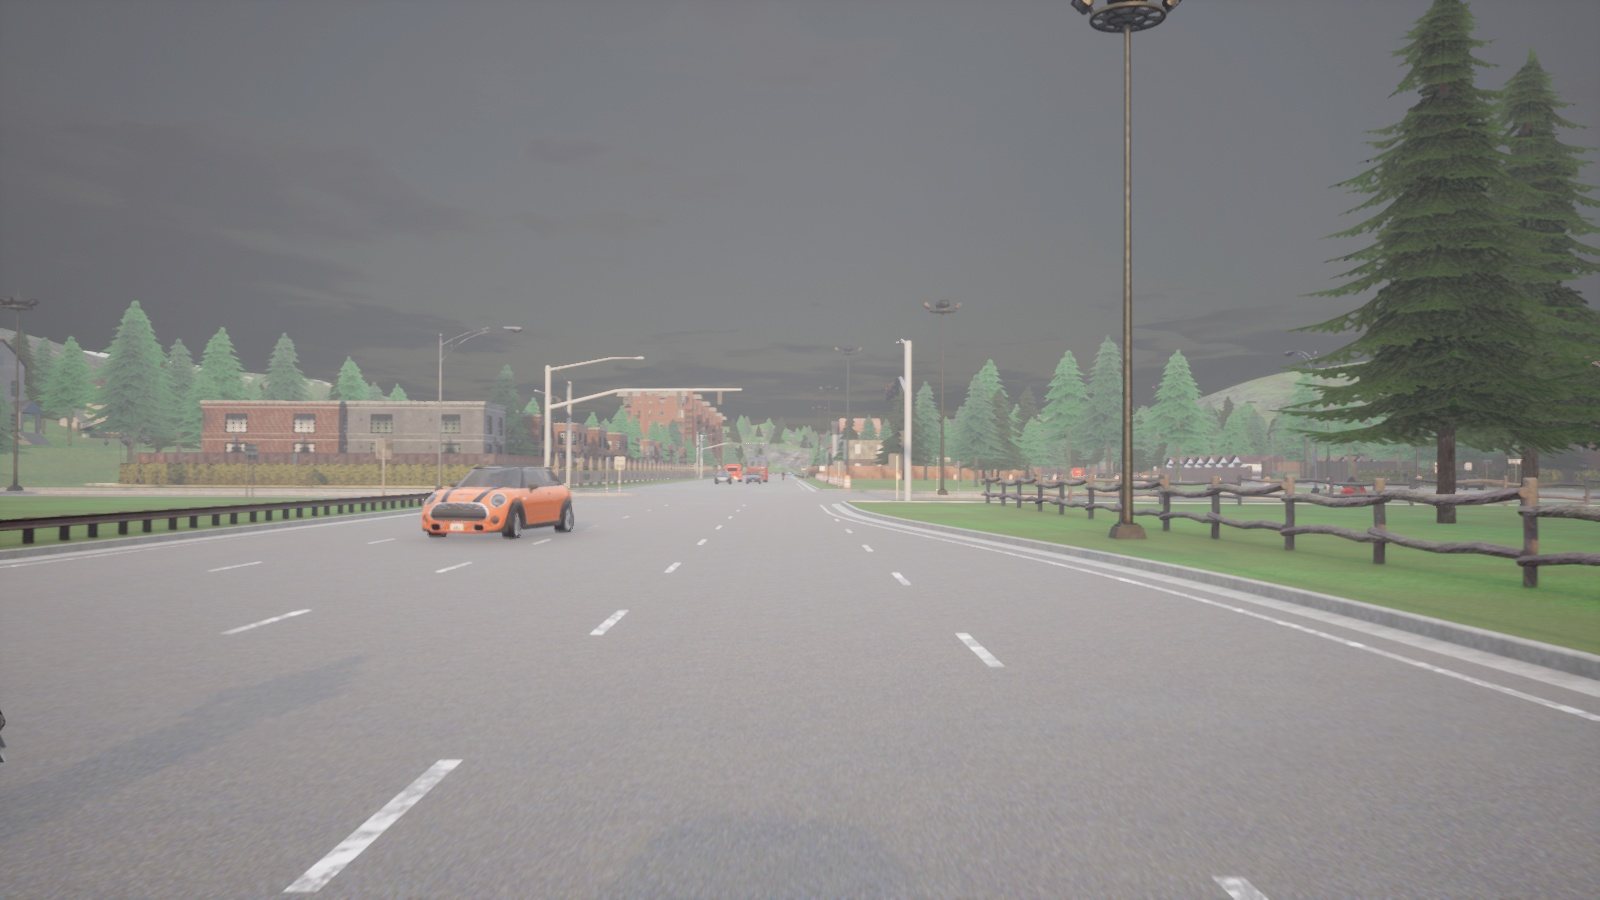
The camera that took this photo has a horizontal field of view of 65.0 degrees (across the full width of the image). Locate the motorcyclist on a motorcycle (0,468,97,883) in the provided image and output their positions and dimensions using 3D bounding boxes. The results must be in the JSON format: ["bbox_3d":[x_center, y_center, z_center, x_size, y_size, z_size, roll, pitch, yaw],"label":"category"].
[{"bbox_3d":[-3.501,0.859,4.530,0.866,1.590,1.817,0,-1,1],"label":"motorcyclist on a motorcycle"}]

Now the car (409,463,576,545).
[{"bbox_3d":[-7.082,1.199,29.474,2.097,1.767,4.553,0,-1,11],"label":"car"}]
